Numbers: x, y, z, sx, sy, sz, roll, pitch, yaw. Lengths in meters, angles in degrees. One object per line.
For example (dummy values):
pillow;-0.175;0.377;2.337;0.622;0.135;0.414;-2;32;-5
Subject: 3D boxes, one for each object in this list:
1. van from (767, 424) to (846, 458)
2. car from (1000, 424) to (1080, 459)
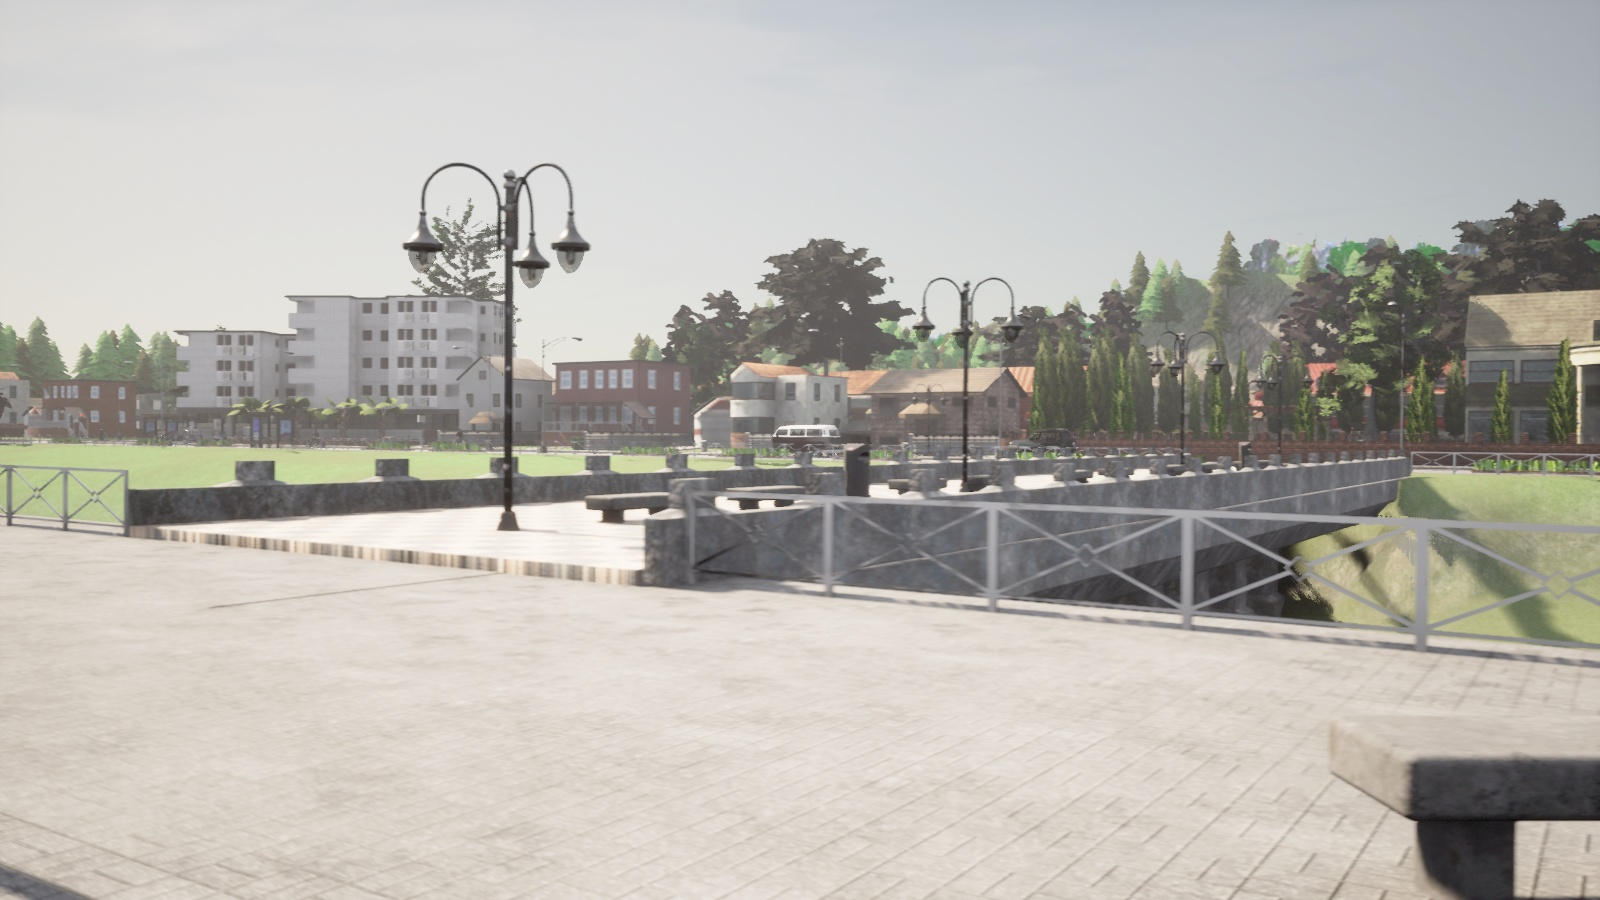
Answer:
van;0.365;-0.539;77.890;4.480;2.038;2.069;0;1;33
car;13.264;-0.494;69.367;3.866;1.878;1.905;0;1;33
